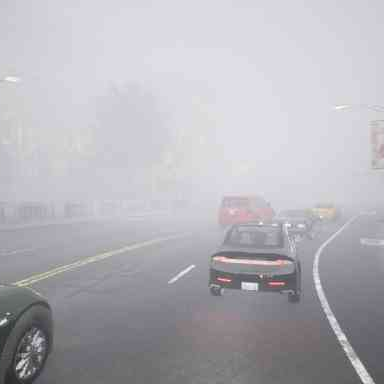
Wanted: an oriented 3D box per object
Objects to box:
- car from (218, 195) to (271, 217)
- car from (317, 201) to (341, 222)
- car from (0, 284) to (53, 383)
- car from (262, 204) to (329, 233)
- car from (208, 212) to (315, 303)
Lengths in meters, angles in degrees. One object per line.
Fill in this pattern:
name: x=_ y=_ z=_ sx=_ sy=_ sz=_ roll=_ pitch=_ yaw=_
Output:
car: x=3.523 y=1.223 z=20.764 sx=2.150 sy=2.045 sz=5.566 roll=0 pitch=0 yaw=29
car: x=10.572 y=1.456 z=26.265 sx=1.801 sy=1.575 sz=5.366 roll=0 pitch=0 yaw=30
car: x=-3.007 y=1.351 z=2.551 sx=2.097 sy=1.767 sz=4.553 roll=0 pitch=0 yaw=5
car: x=5.551 y=1.547 z=17.309 sx=2.033 sy=1.411 sz=5.357 roll=0 pitch=0 yaw=29
car: x=1.691 y=1.492 z=8.355 sx=2.128 sy=1.511 sz=4.902 roll=0 pitch=0 yaw=15
